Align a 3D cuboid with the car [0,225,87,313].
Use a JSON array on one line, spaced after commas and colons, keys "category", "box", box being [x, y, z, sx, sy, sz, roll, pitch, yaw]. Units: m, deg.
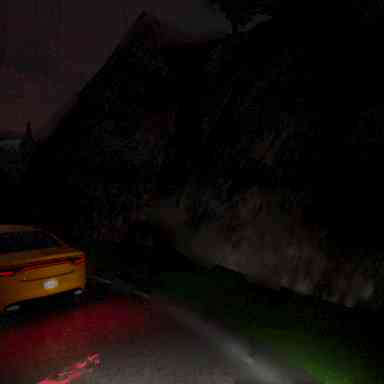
[{"category": "car", "box": [-4.334, 1.478, 7.503, 5.008, 1.535, 1.882, 0, 0, 42]}]
